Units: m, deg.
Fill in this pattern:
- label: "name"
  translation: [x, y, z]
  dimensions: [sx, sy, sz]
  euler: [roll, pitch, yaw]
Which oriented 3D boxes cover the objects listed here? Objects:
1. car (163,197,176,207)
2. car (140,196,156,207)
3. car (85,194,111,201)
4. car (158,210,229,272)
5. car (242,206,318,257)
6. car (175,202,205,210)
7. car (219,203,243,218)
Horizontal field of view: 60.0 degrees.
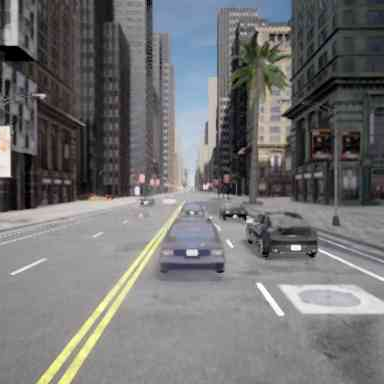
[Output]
- label: "car"
  translation: [-3.345, 1.415, 50.176]
  dimensions: [1.812, 1.442, 4.674]
  euler: [0, 0, 0]
- label: "car"
  translation: [-6.595, 1.380, 50.012]
  dimensions: [2.128, 1.511, 4.902]
  euler: [0, 0, 0]
- label: "car"
  translation: [-23.857, 1.628, 84.419]
  dimensions: [4.829, 1.417, 1.752]
  euler: [-1, 1, 0]
- label: "car"
  translation: [0.018, 1.527, 10.665]
  dimensions: [2.033, 1.411, 5.357]
  euler: [0, 0, 0]
- label: "car"
  translation: [3.290, 1.482, 12.847]
  dimensions: [1.837, 1.490, 4.892]
  euler: [0, 1, 1]
- label: "car"
  translation: [0.015, 1.498, 25.708]
  dimensions: [2.033, 1.411, 5.357]
  euler: [0, 0, 1]
- label: "car"
  translation: [3.280, 1.548, 27.230]
  dimensions: [1.895, 1.301, 4.718]
  euler: [0, 0, 1]
